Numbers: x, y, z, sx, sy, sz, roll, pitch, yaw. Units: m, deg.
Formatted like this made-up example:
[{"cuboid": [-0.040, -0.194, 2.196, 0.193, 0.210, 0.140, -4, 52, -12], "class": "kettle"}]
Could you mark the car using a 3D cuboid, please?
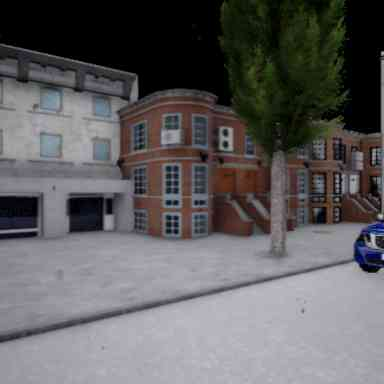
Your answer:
[{"cuboid": [6.971, 1.223, 9.582, 5.566, 2.045, 2.150, 0, 0, -36], "class": "car"}]
